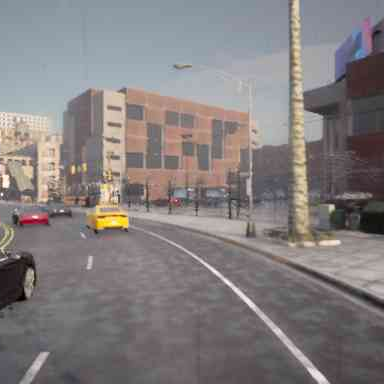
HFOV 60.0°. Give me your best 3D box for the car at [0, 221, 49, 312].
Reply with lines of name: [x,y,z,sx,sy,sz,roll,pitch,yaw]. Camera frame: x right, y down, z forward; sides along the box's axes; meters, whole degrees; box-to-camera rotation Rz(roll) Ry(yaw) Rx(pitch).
car: [-4.107,1.523,5.394,2.128,1.511,4.902,0,0,-8]

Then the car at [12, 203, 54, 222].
car: [-11.684,1.658,24.008,1.994,1.385,4.181,0,0,-35]

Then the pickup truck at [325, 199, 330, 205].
pickup truck: [13.543,1.021,27.746,6.274,2.098,2.390,0,0,-40]

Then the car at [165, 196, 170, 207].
car: [-3.596,1.313,49.415,2.185,1.767,4.553,0,0,-40]

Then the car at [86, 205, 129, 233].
car: [-5.218,1.527,20.130,1.882,1.535,5.008,0,0,-24]

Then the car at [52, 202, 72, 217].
car: [-12.874,1.671,31.427,1.994,1.385,4.181,0,0,-37]
